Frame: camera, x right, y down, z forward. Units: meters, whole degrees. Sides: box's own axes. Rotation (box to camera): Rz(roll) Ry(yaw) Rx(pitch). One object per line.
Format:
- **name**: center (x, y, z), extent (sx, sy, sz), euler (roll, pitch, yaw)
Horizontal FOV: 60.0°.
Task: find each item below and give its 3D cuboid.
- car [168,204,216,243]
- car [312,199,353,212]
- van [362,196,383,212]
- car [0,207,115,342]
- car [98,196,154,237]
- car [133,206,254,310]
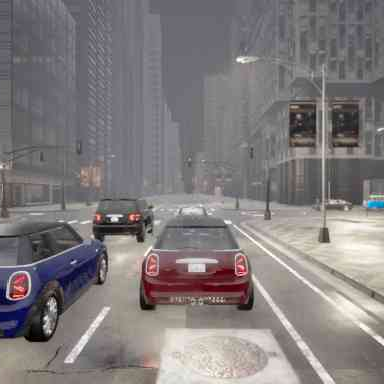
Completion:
- **car**: center (0.052, 1.491, 17.136), extent (2.128, 1.511, 4.902), euler (0, 0, 2)
- **car**: center (15.793, 1.513, 37.554), extent (4.403, 1.369, 2.008), euler (0, 0, 0)
- **van**: center (21.411, 1.292, 37.542), extent (3.998, 1.788, 1.690), euler (0, 0, 0)
- **car**: center (-3.165, 1.352, 6.629), extent (2.097, 1.767, 4.553), euler (0, 0, 0)
- **car**: center (-3.186, 1.222, 16.341), extent (2.150, 2.045, 5.566), euler (0, 0, 0)
- **car**: center (0.082, 1.352, 7.949), extent (2.097, 1.767, 4.553), euler (0, 0, 0)
